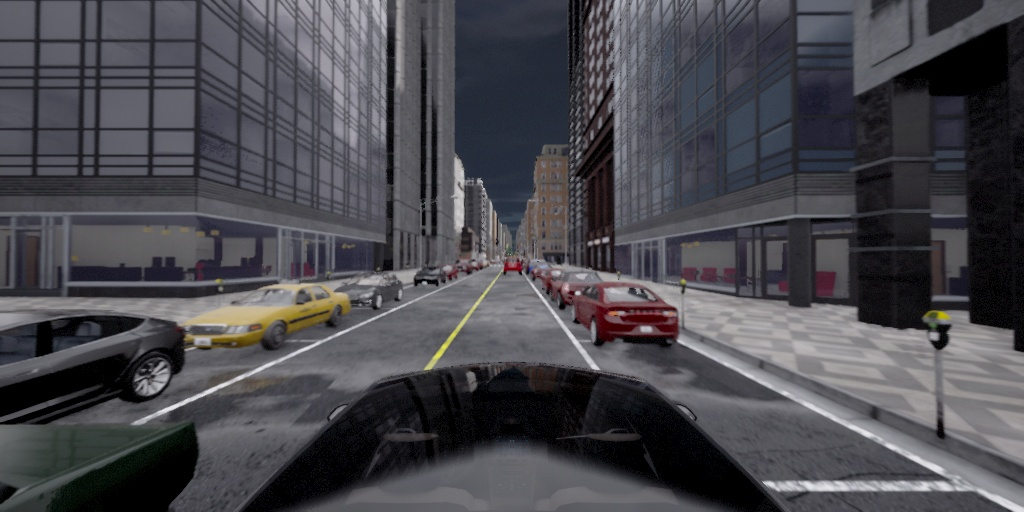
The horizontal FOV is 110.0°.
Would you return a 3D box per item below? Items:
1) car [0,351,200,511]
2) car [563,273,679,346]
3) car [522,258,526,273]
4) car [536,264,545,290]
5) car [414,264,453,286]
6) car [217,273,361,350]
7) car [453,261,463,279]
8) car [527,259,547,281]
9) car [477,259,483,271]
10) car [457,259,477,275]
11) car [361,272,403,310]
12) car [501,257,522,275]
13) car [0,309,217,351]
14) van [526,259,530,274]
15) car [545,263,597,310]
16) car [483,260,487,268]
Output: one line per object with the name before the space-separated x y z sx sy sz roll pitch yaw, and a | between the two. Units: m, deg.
car | -3.101 1.344 0.218 1.895 1.301 4.718 0 0 0
car | 2.666 1.331 9.361 1.888 1.381 4.507 0 0 0
car | 2.653 1.264 43.106 2.192 1.841 5.009 0 0 0
car | 2.662 1.384 20.610 1.888 1.381 4.507 0 0 0
car | -5.867 1.431 26.237 1.948 1.339 4.313 0 0 0
car | -5.860 1.311 9.194 1.751 1.417 4.829 0 0 0
car | -5.869 1.438 31.862 1.888 1.381 4.507 0 0 0
car | 2.657 1.333 31.858 1.967 1.591 4.097 0 0 0
car | -5.877 1.550 54.359 1.888 1.381 4.507 0 0 0
car | -5.873 1.263 43.110 2.192 1.841 5.009 0 0 0
car | -5.862 1.362 14.989 2.007 1.370 4.403 0 0 0
car | 0.084 1.172 43.259 2.150 2.045 5.566 0 0 0
car | -5.858 1.325 3.739 1.948 1.339 4.313 0 0 0
van | 2.655 1.261 37.482 1.690 1.789 3.998 0 0 0
car | 2.664 1.252 14.985 1.967 1.591 4.097 0 0 0
car | -5.880 1.349 59.984 2.192 1.841 5.009 0 0 0
